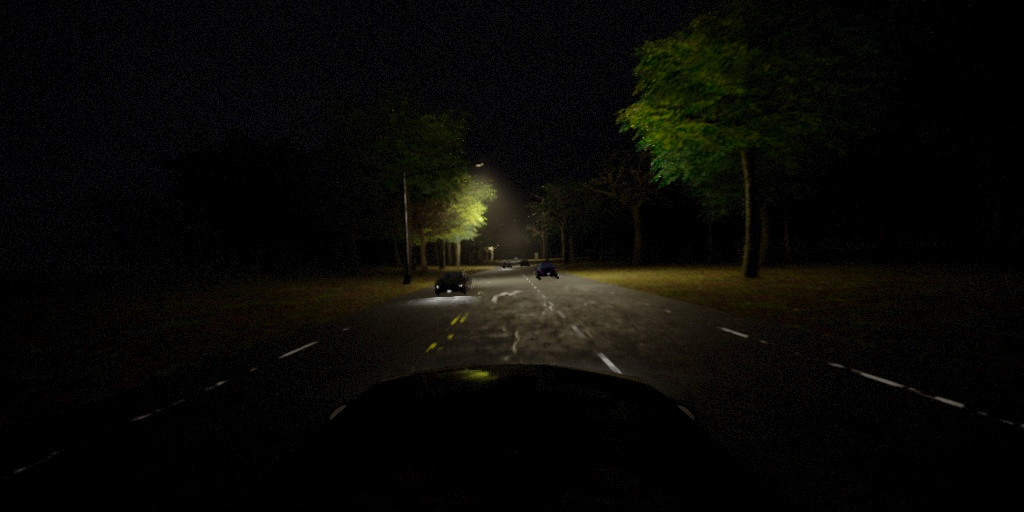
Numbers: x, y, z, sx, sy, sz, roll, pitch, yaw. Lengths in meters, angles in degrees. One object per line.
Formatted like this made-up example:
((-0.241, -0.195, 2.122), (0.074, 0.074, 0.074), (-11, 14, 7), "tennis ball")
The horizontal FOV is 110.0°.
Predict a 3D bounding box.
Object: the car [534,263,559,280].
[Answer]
((3.186, 1.407, 33.928), (1.812, 1.442, 4.674), (-3, 0, -1), "car")

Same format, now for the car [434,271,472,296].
((-3.659, 1.662, 23.088), (2.033, 1.411, 5.357), (-3, -1, -1), "car")
